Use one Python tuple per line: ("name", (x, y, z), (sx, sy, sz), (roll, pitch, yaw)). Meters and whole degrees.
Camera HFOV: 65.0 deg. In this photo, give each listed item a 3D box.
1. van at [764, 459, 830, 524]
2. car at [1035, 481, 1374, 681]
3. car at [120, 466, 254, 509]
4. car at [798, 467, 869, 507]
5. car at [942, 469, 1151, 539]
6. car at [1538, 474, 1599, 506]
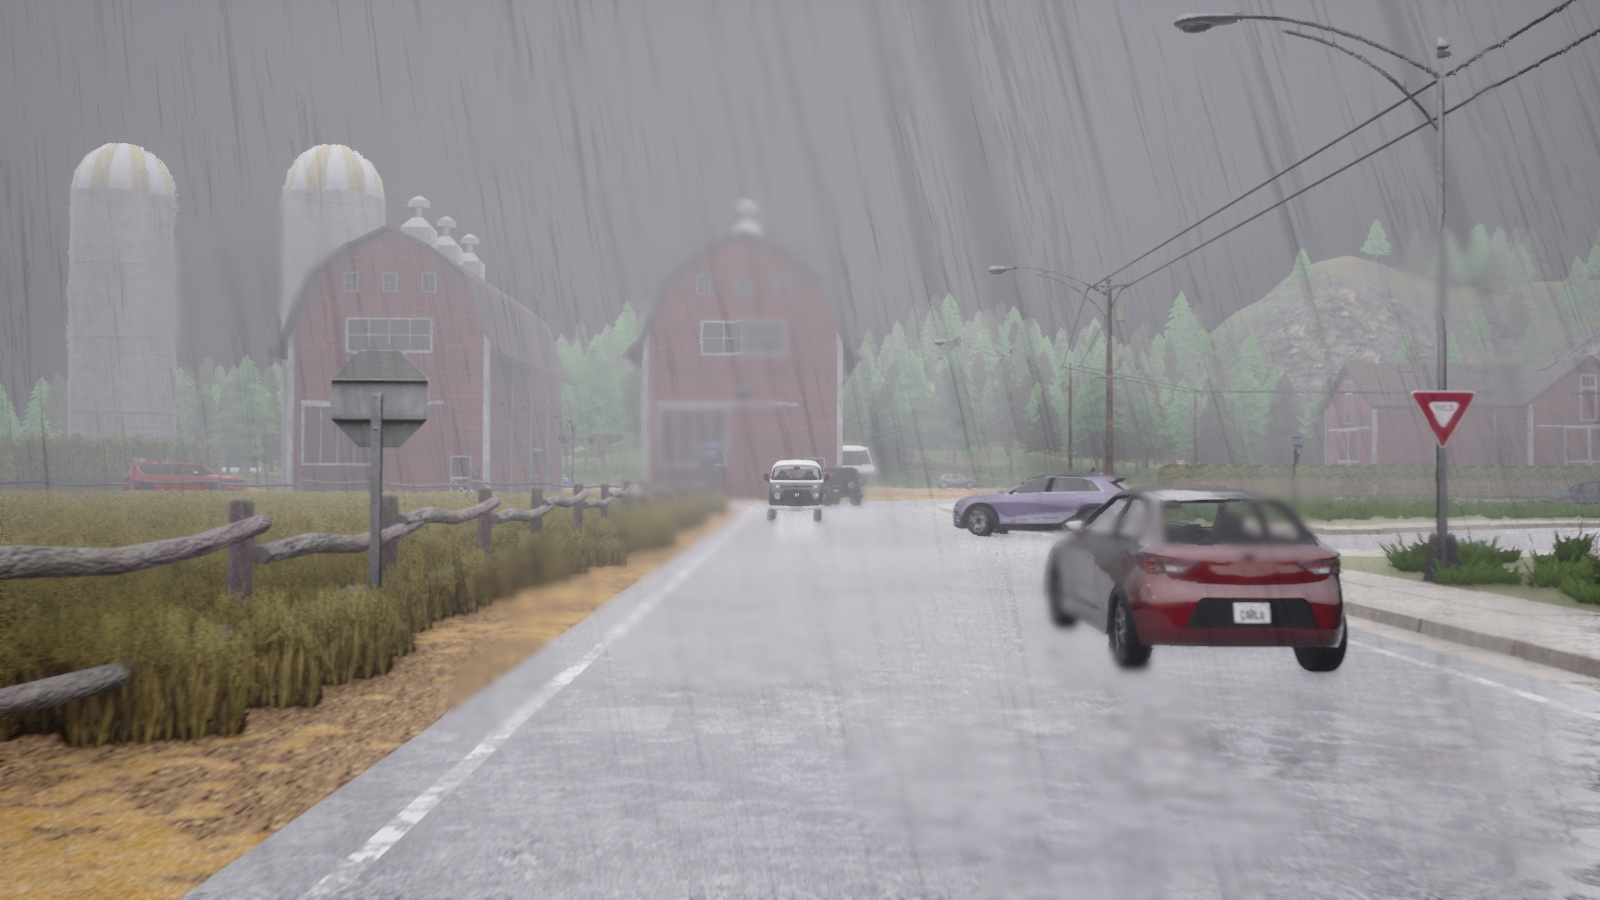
("van", (-0.105, 1.335, 41.378), (2.069, 2.038, 4.480), (0, -1, 0))
("car", (3.442, 1.040, 11.567), (1.816, 1.474, 4.193), (0, -1, 1))
("car", (-30.276, 1.851, 62.183), (5.566, 2.045, 2.150), (0, -1, -6))
("car", (1.573, 1.755, 60.489), (1.905, 1.878, 3.866), (0, -1, -25))
("car", (6.287, 1.339, 32.095), (4.856, 1.649, 2.033), (-1, 0, 27))
("car", (36.896, 1.813, 57.115), (2.033, 1.411, 5.357), (1, -1, -36))
